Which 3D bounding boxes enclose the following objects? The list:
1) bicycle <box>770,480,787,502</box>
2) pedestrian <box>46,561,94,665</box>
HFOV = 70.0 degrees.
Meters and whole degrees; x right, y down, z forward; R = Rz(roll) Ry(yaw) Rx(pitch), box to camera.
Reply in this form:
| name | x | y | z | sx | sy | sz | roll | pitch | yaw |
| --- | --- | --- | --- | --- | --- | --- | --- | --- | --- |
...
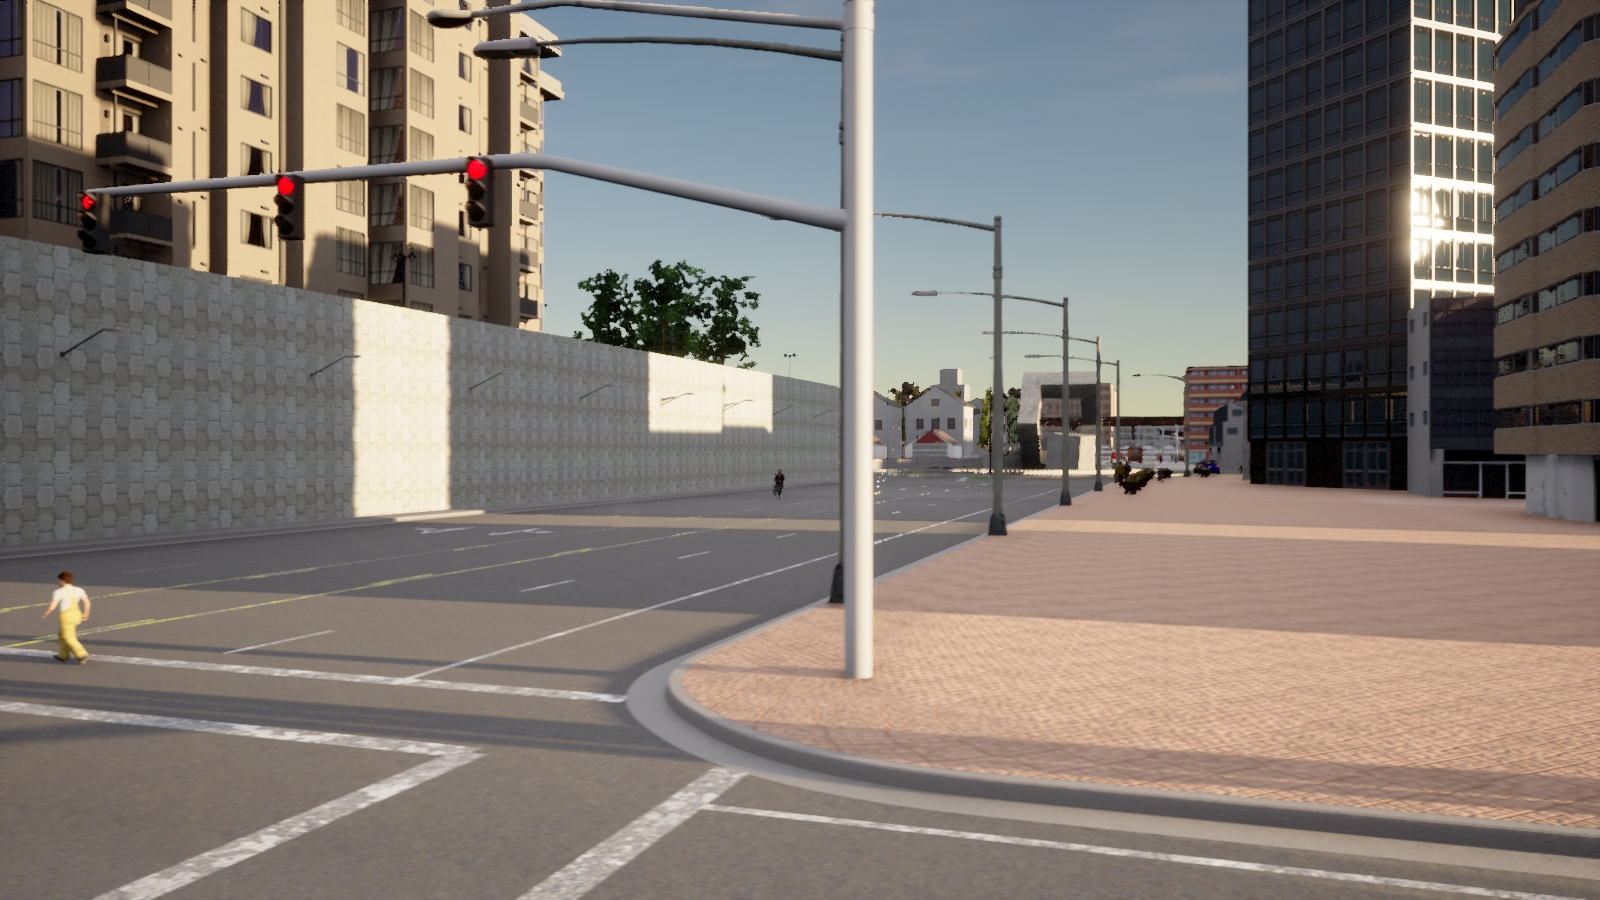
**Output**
| name | x | y | z | sx | sy | sz | roll | pitch | yaw |
| --- | --- | --- | --- | --- | --- | --- | --- | --- | --- |
| bicycle | -1.176 | 2.237 | 62.070 | 0.329 | 1.126 | 1.835 | 0 | 0 | 19 |
| pedestrian | -9.589 | 2.131 | 15.012 | 0.375 | 1.300 | 0.375 | 0 | 0 | 14 |
